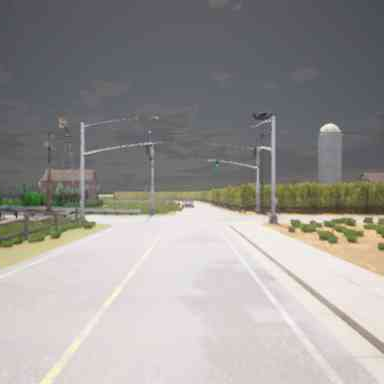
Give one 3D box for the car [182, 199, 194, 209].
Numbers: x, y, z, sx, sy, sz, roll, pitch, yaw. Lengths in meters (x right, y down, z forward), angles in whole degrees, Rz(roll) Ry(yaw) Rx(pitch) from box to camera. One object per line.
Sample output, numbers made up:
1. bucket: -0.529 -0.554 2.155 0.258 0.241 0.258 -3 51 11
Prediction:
1. car: -0.711 1.967 58.083 2.097 1.767 4.553 0 -1 -2
